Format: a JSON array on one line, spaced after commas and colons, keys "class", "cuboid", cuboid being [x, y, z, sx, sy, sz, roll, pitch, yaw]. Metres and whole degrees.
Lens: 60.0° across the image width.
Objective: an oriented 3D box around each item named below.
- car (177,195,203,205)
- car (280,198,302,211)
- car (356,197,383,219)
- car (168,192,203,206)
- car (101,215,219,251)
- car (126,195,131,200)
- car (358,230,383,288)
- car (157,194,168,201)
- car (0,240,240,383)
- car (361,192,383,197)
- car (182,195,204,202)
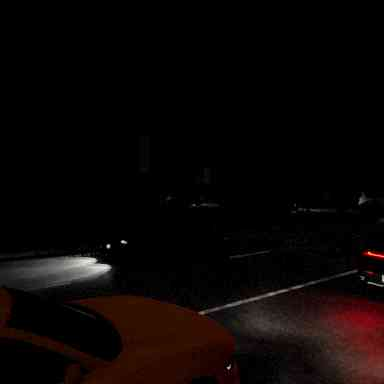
[{"class": "car", "cuboid": [-0.423, 1.271, 56.227, 1.837, 1.490, 4.892, -1, 1, -38]}, {"class": "car", "cuboid": [10.026, 1.291, 37.643, 1.837, 1.490, 4.892, -1, 0, -39]}, {"class": "car", "cuboid": [15.289, 1.368, 27.023, 1.994, 1.385, 4.181, 0, 0, -8]}, {"class": "car", "cuboid": [-0.828, 1.016, 51.130, 2.150, 2.045, 5.566, -1, 0, -39]}, {"class": "car", "cuboid": [-1.056, 1.548, 11.845, 4.181, 1.385, 1.994, 0, 0, -36]}, {"class": "car", "cuboid": [-10.739, 1.148, 63.601, 2.033, 1.411, 5.357, -1, 0, -39]}, {"class": "car", "cuboid": [5.869, 1.468, 7.951, 4.892, 1.490, 1.837, 0, 0, -36]}, {"class": "car", "cuboid": [-6.220, 1.238, 74.781, 2.128, 1.511, 4.902, -1, 0, -38]}, {"class": "car", "cuboid": [-1.837, 1.478, 2.419, 5.008, 1.535, 1.882, 0, 0, -36]}, {"class": "car", "cuboid": [19.038, 0.974, 32.026, 2.150, 2.045, 5.566, -1, 0, -39]}, {"class": "car", "cuboid": [0.129, 1.309, 67.003, 1.895, 1.301, 4.718, -1, 0, -39]}]
